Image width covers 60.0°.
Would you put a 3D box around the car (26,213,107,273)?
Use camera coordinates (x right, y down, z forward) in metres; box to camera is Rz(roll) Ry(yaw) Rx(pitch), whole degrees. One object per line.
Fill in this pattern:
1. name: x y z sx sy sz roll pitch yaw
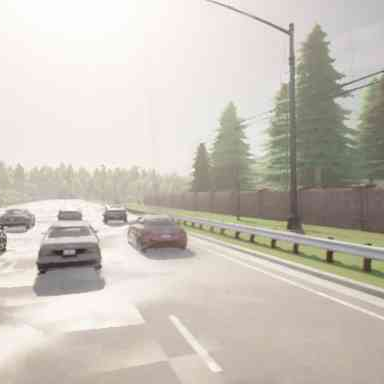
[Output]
1. car: -4.153 1.698 11.345 2.033 1.411 5.357 0 -1 -20

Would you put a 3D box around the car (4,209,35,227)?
1. car: -12.641 1.912 24.204 2.033 1.411 5.357 0 -1 -20

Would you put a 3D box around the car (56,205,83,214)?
1. car: -10.088 1.857 27.457 2.128 1.511 4.902 0 -1 -20

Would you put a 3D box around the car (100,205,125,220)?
1. car: -6.806 1.831 28.672 2.128 1.511 4.902 0 -1 -20

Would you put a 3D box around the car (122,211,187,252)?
1. car: -1.689 1.719 14.847 1.994 1.385 4.181 0 0 -20

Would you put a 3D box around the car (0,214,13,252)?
1. car: -8.243 1.771 12.390 1.994 1.385 4.181 0 0 -20
